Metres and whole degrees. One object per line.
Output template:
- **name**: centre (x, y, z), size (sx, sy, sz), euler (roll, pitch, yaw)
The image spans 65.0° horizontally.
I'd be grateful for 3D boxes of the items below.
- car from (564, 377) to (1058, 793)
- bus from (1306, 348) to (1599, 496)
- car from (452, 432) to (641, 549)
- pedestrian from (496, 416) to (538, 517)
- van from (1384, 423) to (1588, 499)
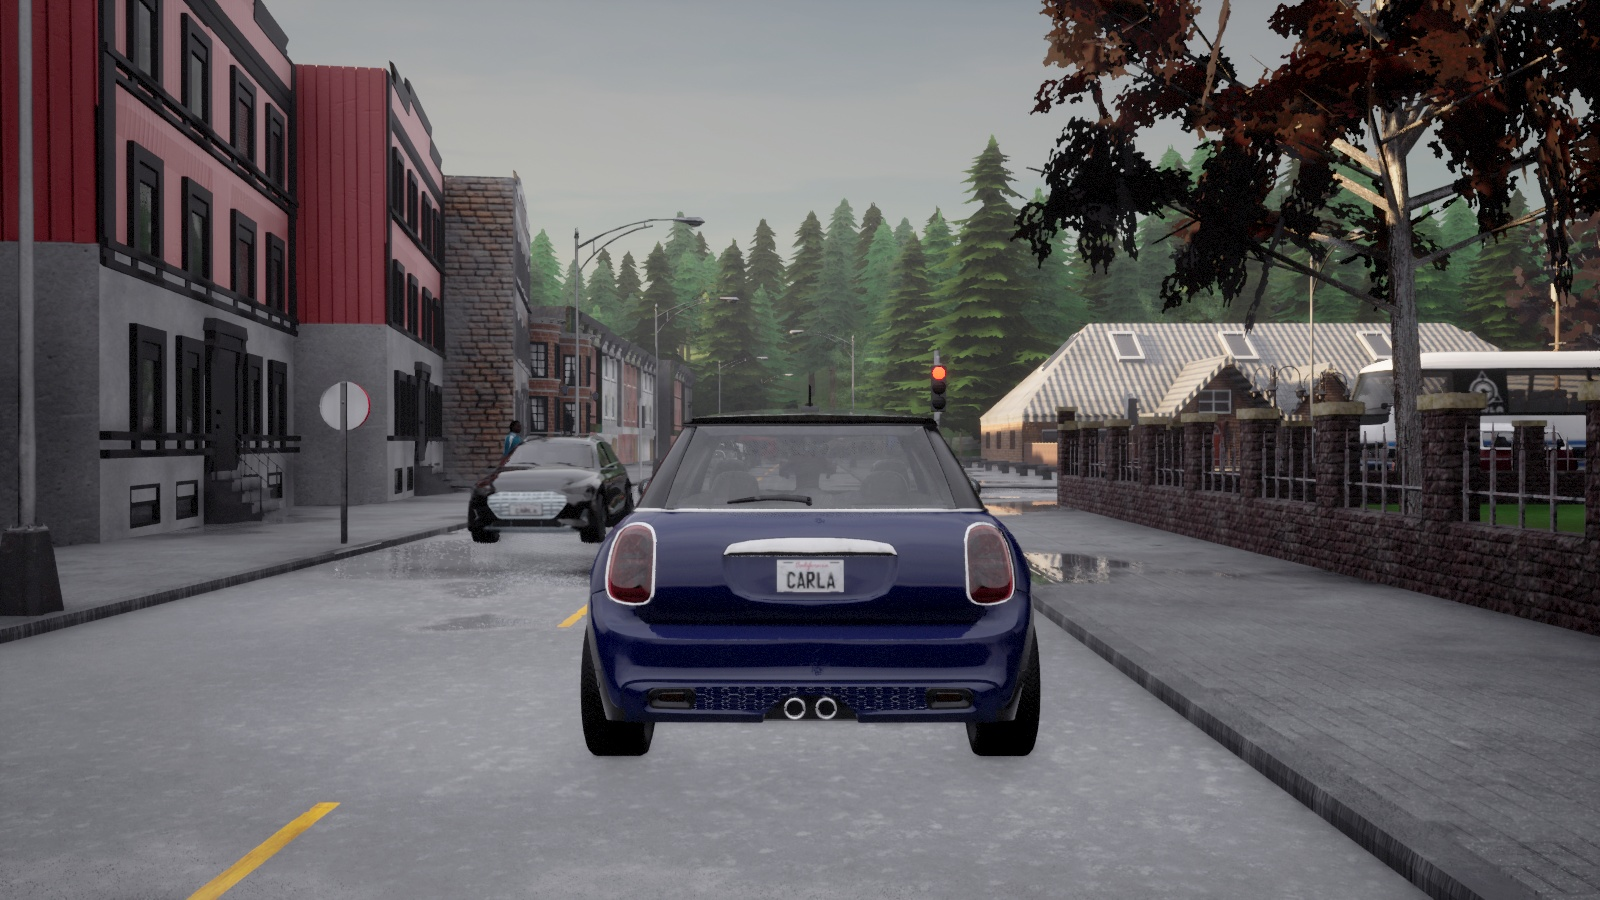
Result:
- **car**: centre (0.057, 0.562, 7.614), size (2.097, 1.767, 4.553), euler (0, 0, 0)
- **bus**: centre (21.444, -0.830, 38.441), size (10.273, 4.253, 3.944), euler (0, 0, 0)
- **car**: centre (-3.884, 0.560, 20.155), size (2.033, 1.649, 4.856), euler (0, 0, 0)
- **pedestrian**: centre (-5.528, 0.317, 24.528), size (0.692, 1.930, 0.396), euler (0, 0, 27)
- **van**: centre (18.721, 0.291, 34.419), size (4.480, 2.038, 2.069), euler (0, 0, -1)
